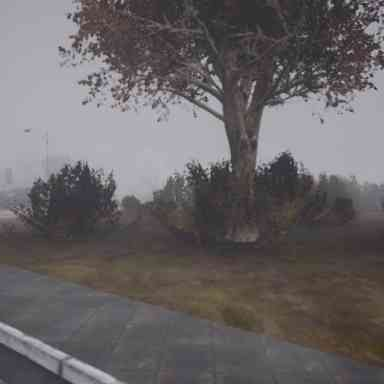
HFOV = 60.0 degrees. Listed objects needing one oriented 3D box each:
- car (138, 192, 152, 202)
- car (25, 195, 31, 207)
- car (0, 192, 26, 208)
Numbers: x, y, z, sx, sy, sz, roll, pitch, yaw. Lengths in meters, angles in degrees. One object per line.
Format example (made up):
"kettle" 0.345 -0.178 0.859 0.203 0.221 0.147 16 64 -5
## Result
"car" -7.917 0.976 62.942 2.150 2.045 5.566 0 0 34
"car" -17.548 1.325 41.916 2.033 1.411 5.357 0 0 33
"car" -21.777 0.976 41.827 2.150 2.045 5.566 0 0 33
